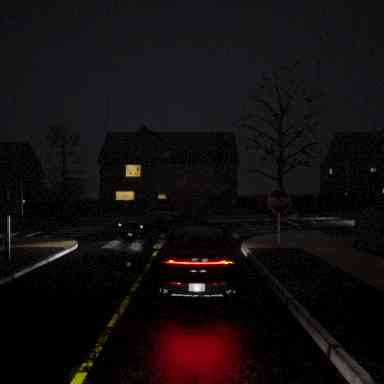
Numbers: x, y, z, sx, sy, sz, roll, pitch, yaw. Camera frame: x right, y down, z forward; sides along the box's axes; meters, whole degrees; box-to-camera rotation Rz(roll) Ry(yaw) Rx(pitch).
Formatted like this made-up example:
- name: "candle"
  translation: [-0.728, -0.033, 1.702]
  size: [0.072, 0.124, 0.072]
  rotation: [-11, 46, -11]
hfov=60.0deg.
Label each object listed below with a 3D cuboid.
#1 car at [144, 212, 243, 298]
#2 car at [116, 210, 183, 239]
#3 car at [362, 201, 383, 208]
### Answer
- name: "car"
  translation: [0.187, 1.505, 8.520]
  size: [1.837, 1.490, 4.892]
  rotation: [0, 0, 2]
- name: "car"
  translation: [-1.541, 1.597, 16.924]
  size: [1.895, 1.301, 4.718]
  rotation: [0, 1, 37]
- name: "car"
  translation: [13.038, 1.191, 21.684]
  size: [4.181, 1.385, 1.994]
  rotation: [-1, 1, 0]
